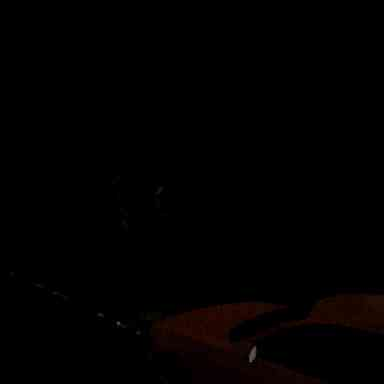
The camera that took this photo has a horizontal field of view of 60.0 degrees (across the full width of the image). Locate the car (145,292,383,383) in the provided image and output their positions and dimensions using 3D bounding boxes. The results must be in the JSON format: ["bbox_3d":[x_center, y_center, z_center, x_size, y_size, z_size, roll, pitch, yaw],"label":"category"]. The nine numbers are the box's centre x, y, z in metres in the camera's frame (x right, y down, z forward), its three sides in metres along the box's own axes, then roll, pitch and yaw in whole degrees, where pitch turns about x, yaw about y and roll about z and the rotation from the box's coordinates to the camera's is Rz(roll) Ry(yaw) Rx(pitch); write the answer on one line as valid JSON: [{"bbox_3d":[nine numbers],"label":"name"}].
[{"bbox_3d":[1.598,1.670,2.886,1.882,1.535,5.008,4,-4,-45],"label":"car"}]
